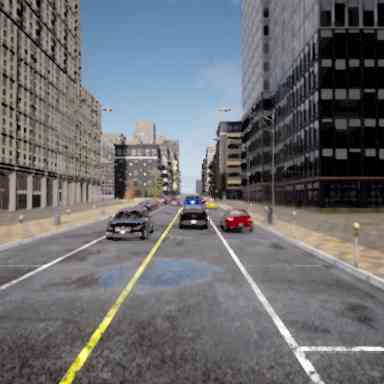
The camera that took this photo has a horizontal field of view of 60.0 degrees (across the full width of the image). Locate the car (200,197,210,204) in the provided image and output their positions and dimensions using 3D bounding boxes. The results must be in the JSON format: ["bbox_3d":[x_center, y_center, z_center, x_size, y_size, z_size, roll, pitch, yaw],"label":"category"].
[{"bbox_3d":[2.710,1.771,69.123,1.752,1.417,4.829,1,0,0],"label":"car"}]

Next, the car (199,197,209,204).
[{"bbox_3d":[2.709,1.831,74.392,1.947,1.339,4.313,1,0,0],"label":"car"}]

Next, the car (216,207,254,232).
[{"bbox_3d":[2.705,1.653,20.421,1.802,1.307,4.206,1,0,0],"label":"car"}]

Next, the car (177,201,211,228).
[{"bbox_3d":[0.101,1.586,22.800,1.837,1.490,4.892,0,0,0],"label":"car"}]

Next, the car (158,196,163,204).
[{"bbox_3d":[-5.673,1.711,47.145,1.887,1.381,4.507,1,0,0],"label":"car"}]

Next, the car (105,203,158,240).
[{"bbox_3d":[-3.097,1.565,17.280,1.837,1.490,4.892,0,0,0],"label":"car"}]

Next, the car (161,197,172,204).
[{"bbox_3d":[-5.671,1.810,74.374,1.887,1.381,4.507,1,0,0],"label":"car"}]

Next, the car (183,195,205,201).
[{"bbox_3d":[0.104,1.365,40.547,2.150,2.045,5.566,0,0,0],"label":"car"}]

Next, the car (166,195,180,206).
[{"bbox_3d":[-3.036,1.736,59.477,1.812,1.442,4.674,0,0,1],"label":"car"}]

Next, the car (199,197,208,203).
[{"bbox_3d":[2.710,1.851,79.831,1.947,1.339,4.313,1,0,0],"label":"car"}]

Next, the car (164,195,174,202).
[{"bbox_3d":[-5.739,1.621,85.263,2.192,1.841,5.009,1,0,0],"label":"car"}]

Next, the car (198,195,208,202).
[{"bbox_3d":[2.788,1.620,85.268,2.192,1.841,5.009,1,0,0],"label":"car"}]

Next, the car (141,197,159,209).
[{"bbox_3d":[-5.674,1.713,41.699,1.947,1.339,4.313,1,0,0],"label":"car"}]

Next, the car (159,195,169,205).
[{"bbox_3d":[-5.667,1.540,63.483,2.192,1.841,5.009,1,0,0],"label":"car"}]

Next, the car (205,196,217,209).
[{"bbox_3d":[2.708,1.692,47.364,1.752,1.417,4.829,1,0,0],"label":"car"}]
